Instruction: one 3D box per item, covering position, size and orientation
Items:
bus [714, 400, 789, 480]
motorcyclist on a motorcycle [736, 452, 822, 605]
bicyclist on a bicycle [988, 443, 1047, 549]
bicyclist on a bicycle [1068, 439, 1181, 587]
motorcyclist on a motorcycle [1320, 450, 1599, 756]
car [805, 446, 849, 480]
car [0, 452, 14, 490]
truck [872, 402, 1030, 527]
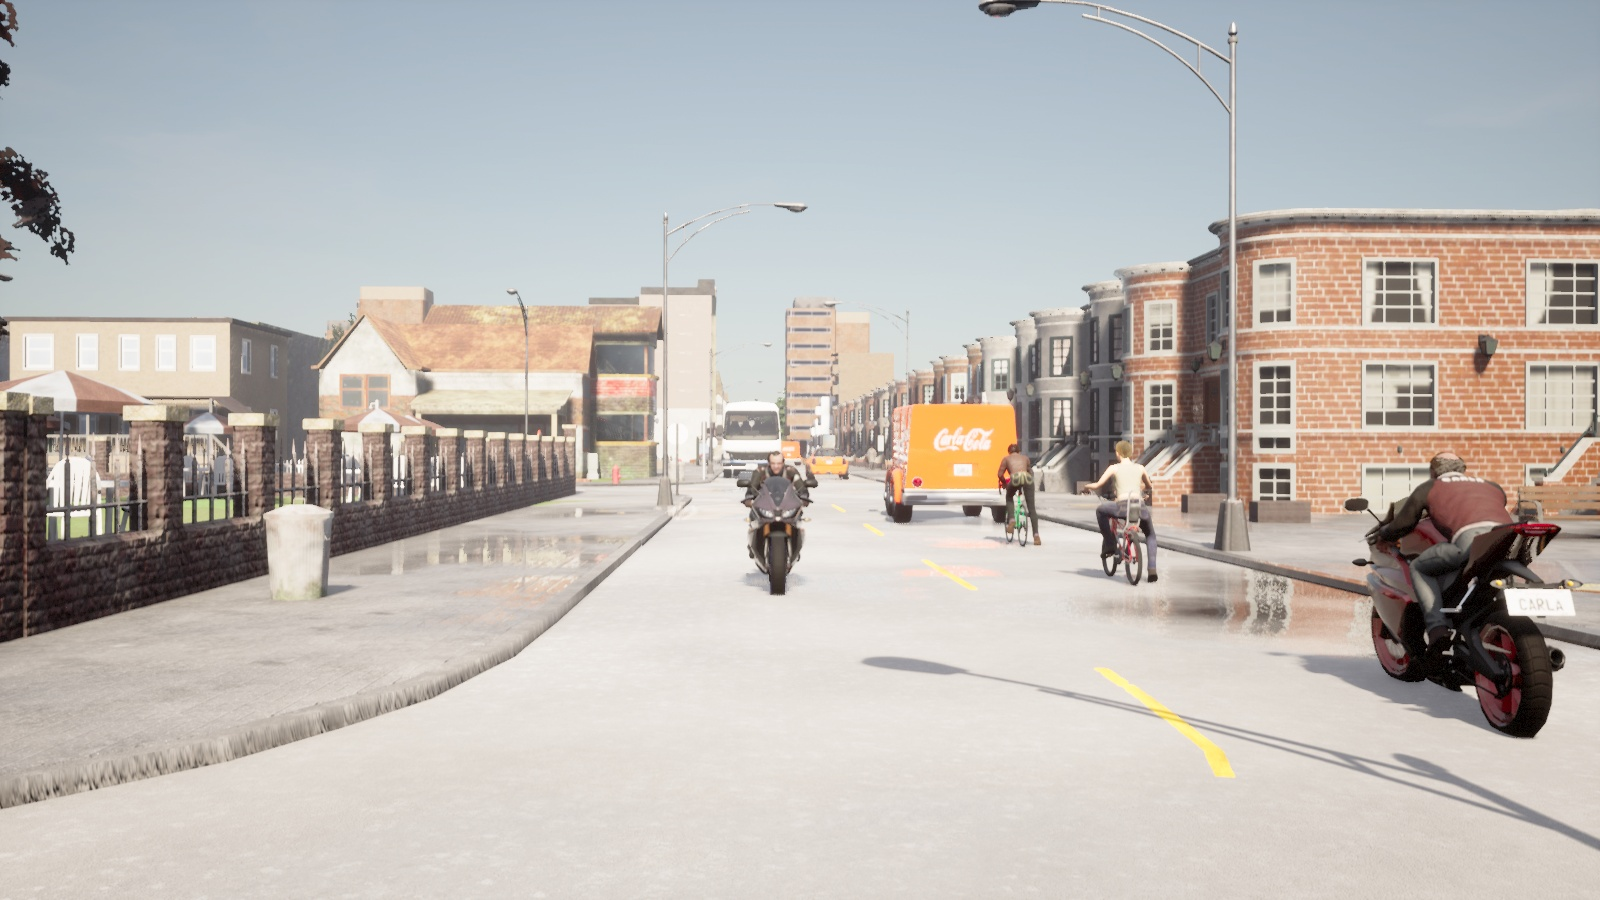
[{"bbox_3d":[-2.786,-0.546,71.967,3.944,4.253,10.273,0,0,-2],"label":"bus"},{"bbox_3d":[-0.257,0.794,13.719,0.866,1.530,2.191,0,0,-3],"label":"motorcyclist on a motorcycle"},{"bbox_3d":[3.462,0.712,20.116,0.582,1.620,1.656,0,0,-2],"label":"bicyclist on a bicycle"},{"bbox_3d":[3.701,0.688,14.451,0.866,1.612,1.509,0,0,-2],"label":"bicyclist on a bicycle"},{"bbox_3d":[3.892,0.780,7.492,0.866,1.530,2.191,0,1,6],"label":"motorcyclist on a motorcycle"},{"bbox_3d":[1.404,0.676,67.475,2.097,1.767,4.553,0,0,-3],"label":"car"},{"bbox_3d":[-33.778,0.822,48.970,4.902,1.511,2.128,0,0,-3],"label":"car"},{"bbox_3d":[3.139,0.281,27.460,2.627,2.467,5.204,0,0,-2],"label":"truck"}]
